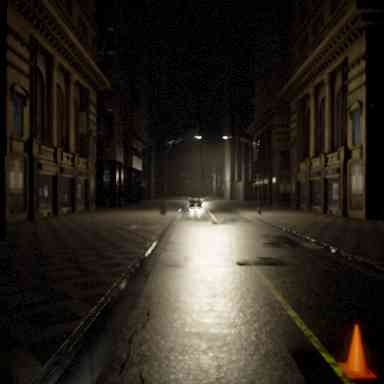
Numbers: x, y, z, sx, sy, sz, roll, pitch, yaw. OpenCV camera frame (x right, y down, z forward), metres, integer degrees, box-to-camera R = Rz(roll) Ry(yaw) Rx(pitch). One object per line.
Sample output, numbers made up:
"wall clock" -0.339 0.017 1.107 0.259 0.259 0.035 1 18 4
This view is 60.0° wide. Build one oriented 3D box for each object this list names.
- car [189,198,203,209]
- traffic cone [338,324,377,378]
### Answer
"car" 0.545 1.607 48.378 2.128 1.511 4.902 0 0 0
"traffic cone" 2.090 1.974 4.221 0.340 0.580 0.340 0 0 0
